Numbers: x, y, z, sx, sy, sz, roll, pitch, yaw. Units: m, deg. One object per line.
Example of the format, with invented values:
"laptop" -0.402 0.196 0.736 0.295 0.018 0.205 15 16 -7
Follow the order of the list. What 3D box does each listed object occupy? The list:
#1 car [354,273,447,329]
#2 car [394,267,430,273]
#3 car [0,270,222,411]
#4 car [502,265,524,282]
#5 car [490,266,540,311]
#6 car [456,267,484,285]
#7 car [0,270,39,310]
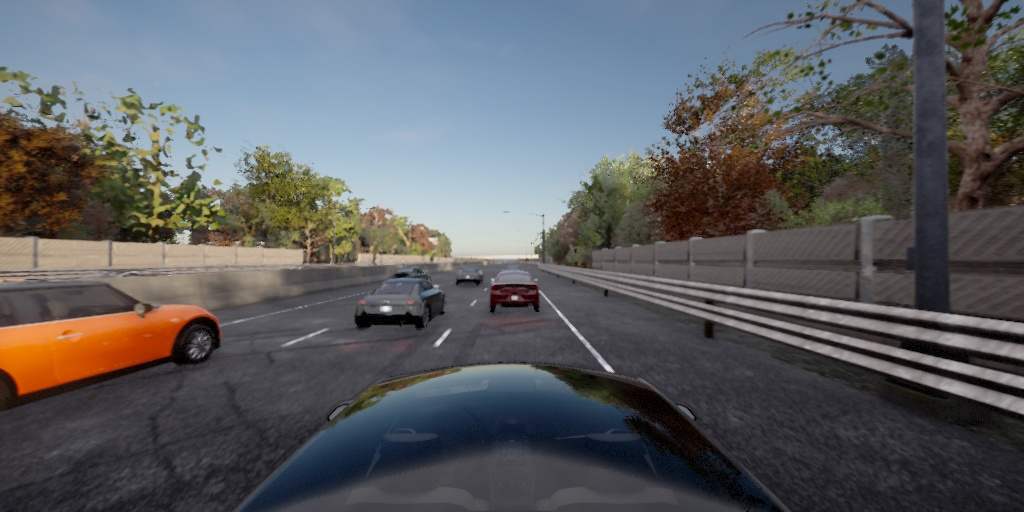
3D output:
"car" -3.397 1.409 11.664 1.994 1.385 4.181 0 -1 0
"car" -6.901 1.484 24.682 1.837 1.490 4.892 0 -1 0
"car" -6.903 1.136 5.344 2.097 1.767 4.553 0 -1 0
"car" 0.100 1.637 35.071 2.033 1.411 5.357 0 -1 0
"car" 0.101 1.359 15.188 1.882 1.535 5.008 0 -1 0
"car" -3.397 1.595 29.546 1.994 1.385 4.181 0 -1 0
"car" -21.099 1.334 12.761 1.882 1.535 5.008 0 -1 0
